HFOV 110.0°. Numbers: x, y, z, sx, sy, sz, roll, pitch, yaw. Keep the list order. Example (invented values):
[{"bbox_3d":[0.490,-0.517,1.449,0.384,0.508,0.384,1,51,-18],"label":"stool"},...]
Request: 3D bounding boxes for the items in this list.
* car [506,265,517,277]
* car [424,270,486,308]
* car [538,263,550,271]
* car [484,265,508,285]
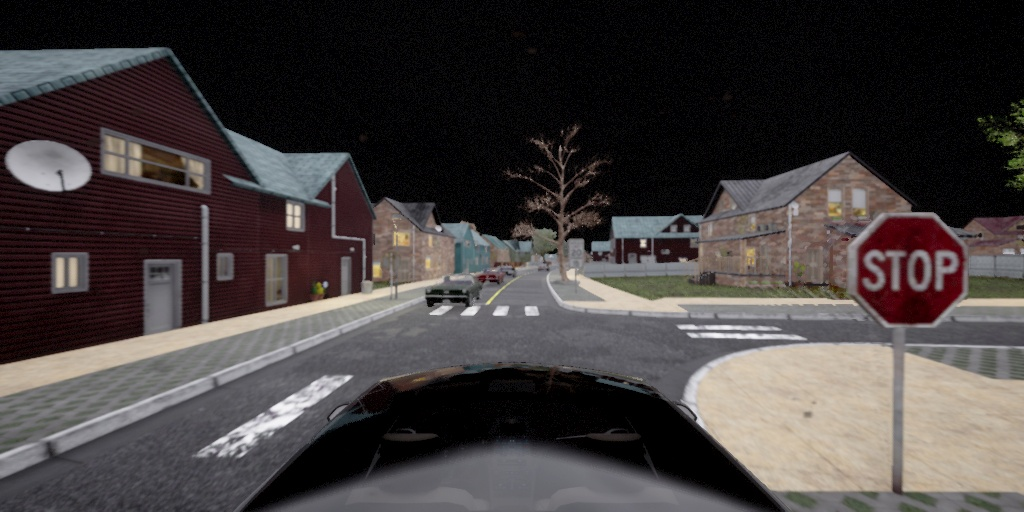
[{"bbox_3d":[-0.581,1.769,41.848,1.994,1.385,4.181,0,-1,6],"label":"car"},{"bbox_3d":[-2.519,1.513,16.435,1.895,1.301,4.718,0,-1,3],"label":"car"},{"bbox_3d":[5.789,2.041,65.047,2.033,1.411,5.357,0,-1,11],"label":"car"},{"bbox_3d":[-1.724,1.667,29.863,1.895,1.301,4.718,0,-1,5],"label":"car"}]
